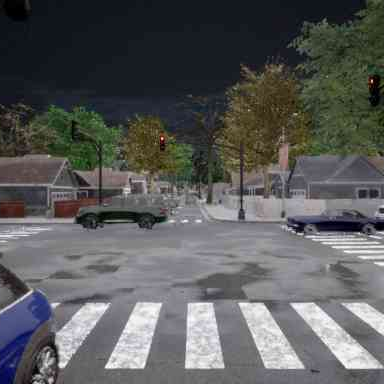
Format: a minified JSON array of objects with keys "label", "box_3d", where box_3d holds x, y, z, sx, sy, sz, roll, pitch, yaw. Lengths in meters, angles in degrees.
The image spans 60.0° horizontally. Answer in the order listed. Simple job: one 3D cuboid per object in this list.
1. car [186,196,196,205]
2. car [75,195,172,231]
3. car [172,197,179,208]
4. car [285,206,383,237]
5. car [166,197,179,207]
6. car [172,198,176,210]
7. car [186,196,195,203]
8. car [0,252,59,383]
[{"label":"car","box_3d":[-0.194,1.618,61.681,1.994,1.385,4.181,0,0,0]},{"label":"car","box_3d":[-4.222,1.232,20.522,5.566,2.045,2.150,0,0,0]},{"label":"car","box_3d":[-3.013,1.594,42.768,1.994,1.385,4.181,0,0,0]},{"label":"car","box_3d":[7.353,1.547,17.259,4.718,1.301,1.895,0,0,0]},{"label":"car","box_3d":[-3.032,1.568,53.018,1.812,1.442,4.674,0,0,0]},{"label":"car","box_3d":[-3.032,1.567,32.879,2.033,1.411,5.357,0,0,0]},{"label":"car","box_3d":[-0.321,1.574,73.379,1.837,1.490,4.892,0,0,0]},{"label":"car","box_3d":[-2.611,1.352,1.816,2.097,1.767,4.553,0,0,3]}]
